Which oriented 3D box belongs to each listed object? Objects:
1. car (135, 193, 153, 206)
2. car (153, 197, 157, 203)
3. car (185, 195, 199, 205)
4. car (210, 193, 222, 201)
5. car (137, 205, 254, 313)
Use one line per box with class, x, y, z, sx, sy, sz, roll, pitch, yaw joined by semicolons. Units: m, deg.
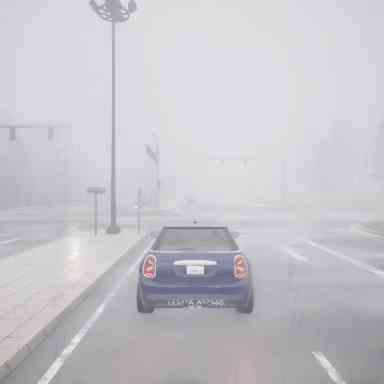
car;-8.265;1.352;55.982;2.097;1.767;4.553;0;0;-1
car;-8.363;1.547;65.596;2.033;1.411;5.357;0;0;0
car;-0.157;1.525;54.623;1.812;1.442;4.674;0;0;-1
car;6.363;1.214;84.913;2.150;2.045;5.566;0;0;-1
car;0.072;1.352;7.803;2.097;1.767;4.553;0;0;0
